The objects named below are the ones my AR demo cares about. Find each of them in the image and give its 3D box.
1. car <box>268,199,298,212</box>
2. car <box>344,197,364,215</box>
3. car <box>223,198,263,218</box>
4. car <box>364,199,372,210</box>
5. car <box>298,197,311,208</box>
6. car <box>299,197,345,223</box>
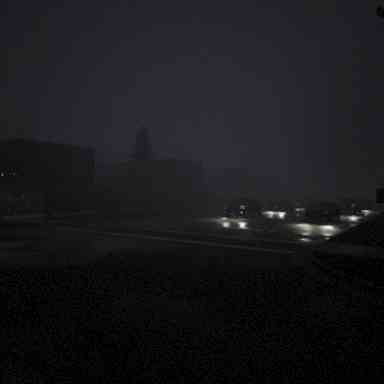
[{"bbox_3d":[10.287,1.520,38.245,1.994,1.385,4.181,0,0,35],"label":"car"},{"bbox_3d":[15.851,1.331,33.988,2.097,1.767,4.553,0,0,35],"label":"car"},{"bbox_3d":[4.678,1.308,30.209,2.097,1.767,4.553,0,0,35],"label":"car"},{"bbox_3d":[21.578,1.543,42.173,1.994,1.385,4.181,0,0,35],"label":"car"},{"bbox_3d":[16.283,1.461,46.791,1.837,1.490,4.892,0,0,35],"label":"car"},{"bbox_3d":[10.225,1.457,25.934,1.882,1.535,5.008,0,0,35],"label":"car"}]
